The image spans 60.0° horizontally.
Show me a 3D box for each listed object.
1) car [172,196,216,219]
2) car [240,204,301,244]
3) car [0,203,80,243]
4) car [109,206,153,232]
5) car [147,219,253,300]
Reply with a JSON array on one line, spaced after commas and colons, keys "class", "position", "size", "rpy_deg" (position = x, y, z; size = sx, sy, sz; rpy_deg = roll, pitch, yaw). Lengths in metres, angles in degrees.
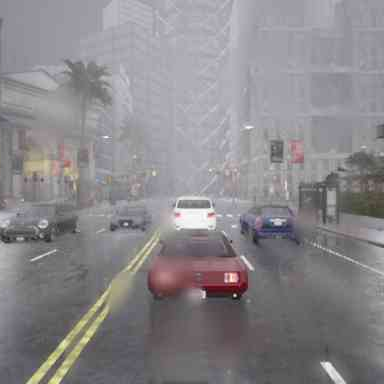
[{"class": "car", "position": [0.096, 1.217, 18.101], "size": [2.150, 2.045, 5.566], "rpy_deg": [0, 0, 0]}, {"class": "car", "position": [3.602, 1.347, 16.049], "size": [2.097, 1.767, 4.553], "rpy_deg": [0, 0, 0]}, {"class": "car", "position": [-7.071, 1.347, 15.964], "size": [2.097, 1.767, 4.553], "rpy_deg": [0, 0, 0]}, {"class": "car", "position": [-3.545, 1.559, 19.928], "size": [1.994, 1.385, 4.181], "rpy_deg": [0, 0, 1]}, {"class": "car", "position": [0.104, 1.599, 8.333], "size": [1.895, 1.301, 4.718], "rpy_deg": [0, 0, 0]}]
